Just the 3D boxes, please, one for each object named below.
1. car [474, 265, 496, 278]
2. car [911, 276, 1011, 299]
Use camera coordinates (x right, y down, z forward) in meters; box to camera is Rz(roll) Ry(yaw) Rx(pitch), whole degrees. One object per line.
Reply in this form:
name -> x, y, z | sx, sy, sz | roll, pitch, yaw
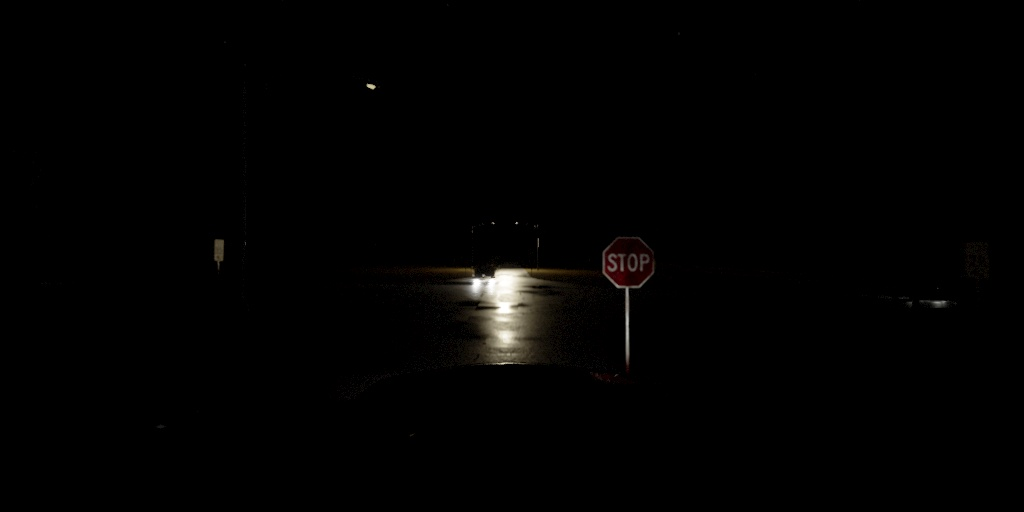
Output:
car -> -2.667, 1.534, 36.133 | 1.895, 1.301, 4.718 | 0, 0, 1
car -> 28.492, 1.982, 22.835 | 4.892, 1.490, 1.837 | 1, -1, 0
